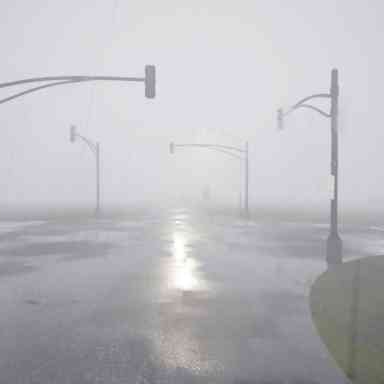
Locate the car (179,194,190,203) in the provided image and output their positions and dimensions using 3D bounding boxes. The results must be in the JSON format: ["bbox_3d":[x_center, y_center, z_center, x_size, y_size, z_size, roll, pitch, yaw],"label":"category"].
[{"bbox_3d":[-1.617,1.384,69.929,2.097,1.767,4.553,0,0,-3],"label":"car"}]

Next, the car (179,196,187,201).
[{"bbox_3d":[-2.219,1.559,80.003,1.895,1.301,4.718,0,0,-4],"label":"car"}]

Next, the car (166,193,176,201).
[{"bbox_3d":[-4.604,1.013,74.022,2.097,1.767,4.553,0,0,-3],"label":"car"}]
